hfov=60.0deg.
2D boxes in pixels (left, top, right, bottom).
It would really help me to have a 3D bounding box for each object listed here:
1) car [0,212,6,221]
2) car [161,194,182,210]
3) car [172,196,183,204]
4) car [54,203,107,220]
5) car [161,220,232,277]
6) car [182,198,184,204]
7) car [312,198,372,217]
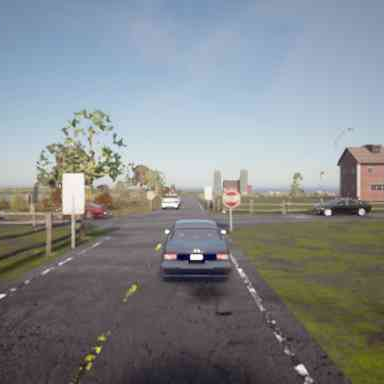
[{"bbox_3d":[-17.438,1.859,26.334,4.718,1.301,1.895,-1,0,1],"label":"car"},{"bbox_3d":[-2.804,1.261,44.382,2.150,2.045,5.566,0,0,0],"label":"car"},{"bbox_3d":[-2.737,1.585,64.616,1.812,1.442,4.674,0,0,1],"label":"car"},{"bbox_3d":[-9.683,1.657,28.889,4.674,1.442,1.812,-1,0,12],"label":"car"},{"bbox_3d":[0.107,1.556,10.199,2.033,1.411,5.357,0,0,0],"label":"car"},{"bbox_3d":[-2.794,1.402,54.645,2.097,1.767,4.553,0,0,0],"label":"car"},{"bbox_3d":[12.980,1.312,29.016,4.892,1.490,1.837,-1,0,0],"label":"car"}]
